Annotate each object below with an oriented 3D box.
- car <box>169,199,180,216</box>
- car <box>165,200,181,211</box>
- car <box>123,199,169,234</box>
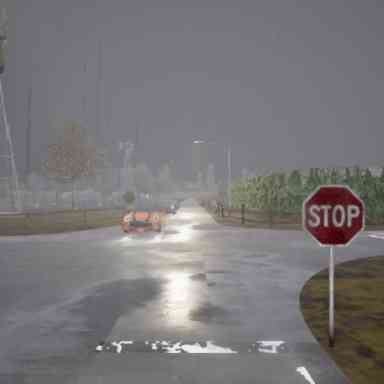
[{"bbox_3d":[-2.735,1.519,35.116,2.097,1.767,4.553,0,-1,0],"label":"car"},{"bbox_3d":[-2.731,1.868,48.119,2.033,1.411,5.357,0,-1,0],"label":"car"},{"bbox_3d":[-2.750,1.424,20.048,2.097,1.767,4.553,-1,0,0],"label":"car"}]
